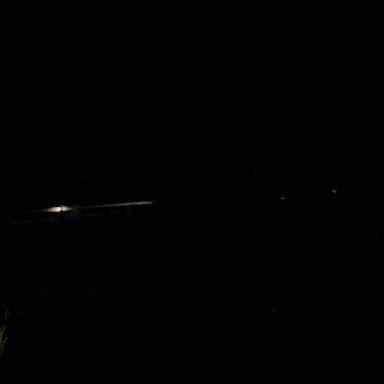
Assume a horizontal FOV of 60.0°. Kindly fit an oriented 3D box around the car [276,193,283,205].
[{"bbox_3d":[13.644,0.837,51.929,1.882,1.535,5.008,0,-2,43],"label":"car"}]
